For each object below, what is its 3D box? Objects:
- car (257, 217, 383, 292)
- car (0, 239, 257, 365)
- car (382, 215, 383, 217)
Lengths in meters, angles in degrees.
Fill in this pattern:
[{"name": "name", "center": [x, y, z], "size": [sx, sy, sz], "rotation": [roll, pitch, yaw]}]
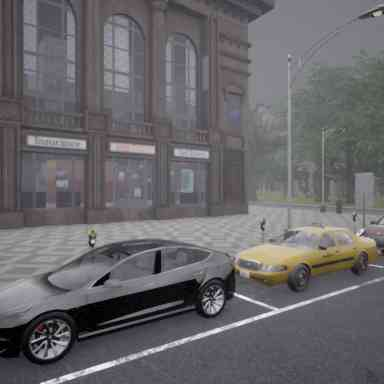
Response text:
[{"name": "car", "center": [3.150, 1.526, 8.903], "size": [4.829, 1.417, 1.752], "rotation": [0, 0, -36]}, {"name": "car", "center": [-1.136, 1.566, 5.841], "size": [4.313, 1.339, 1.947], "rotation": [0, 0, -36]}, {"name": "car", "center": [7.712, 1.441, 12.163], "size": [4.097, 1.590, 1.967], "rotation": [0, 0, -36]}]
